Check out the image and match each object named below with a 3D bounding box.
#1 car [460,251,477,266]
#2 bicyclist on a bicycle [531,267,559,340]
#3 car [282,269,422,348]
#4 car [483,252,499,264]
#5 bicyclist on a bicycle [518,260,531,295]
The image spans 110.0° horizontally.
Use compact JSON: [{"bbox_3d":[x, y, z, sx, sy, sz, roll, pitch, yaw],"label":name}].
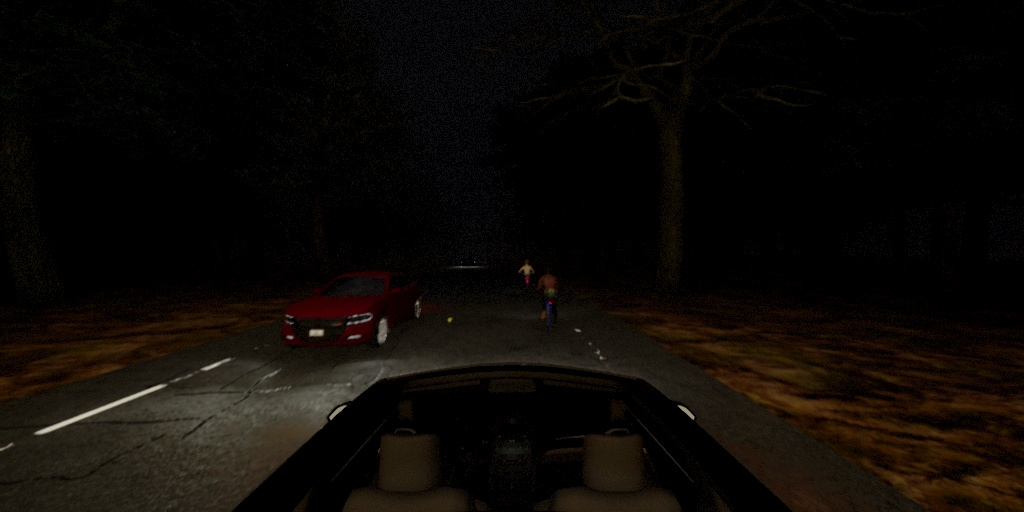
[{"bbox_3d":[-6.137,0.307,50.713,2.150,2.045,5.566,0,1,-5],"label":"car"},{"bbox_3d":[0.888,1.112,8.650,0.582,1.620,1.656,0,1,-1],"label":"bicyclist on a bicycle"},{"bbox_3d":[-3.700,1.136,9.196,1.882,1.535,5.008,0,1,-1],"label":"car"},{"bbox_3d":[-3.037,0.476,56.158,2.128,1.511,4.902,0,1,-6],"label":"car"},{"bbox_3d":[0.690,0.987,16.929,0.866,1.612,1.509,0,1,-2],"label":"bicyclist on a bicycle"}]
